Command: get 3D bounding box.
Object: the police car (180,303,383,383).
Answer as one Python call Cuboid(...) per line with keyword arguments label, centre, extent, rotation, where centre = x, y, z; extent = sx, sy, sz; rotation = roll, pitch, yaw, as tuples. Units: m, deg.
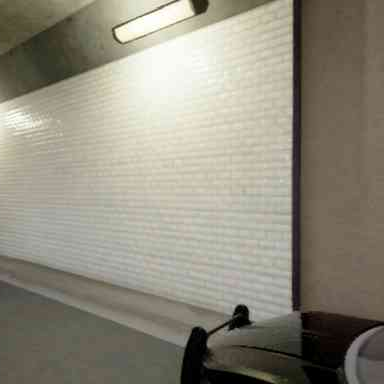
Cuboid(label="police car", centre=(2.216, 1.464, 2.034), extent=(5.238, 1.638, 1.930), rotation=(0, -1, 38))
